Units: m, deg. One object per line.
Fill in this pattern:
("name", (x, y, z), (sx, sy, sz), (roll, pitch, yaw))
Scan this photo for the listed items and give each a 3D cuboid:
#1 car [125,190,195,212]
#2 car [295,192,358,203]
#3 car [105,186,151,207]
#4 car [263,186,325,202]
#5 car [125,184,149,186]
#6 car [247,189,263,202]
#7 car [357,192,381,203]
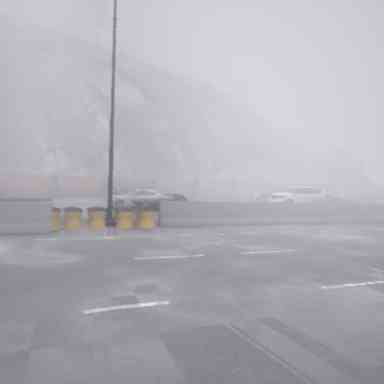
("car", (-1.781, 0.755, 22.368), (4.718, 1.301, 1.895), (1, 2, -21))
("car", (11.062, 0.990, 27.380), (4.181, 1.385, 1.994), (1, 2, -21))
("car", (-4.026, 0.504, 25.242), (4.674, 1.442, 1.812), (1, 2, -21))
("car", (9.792, 0.494, 30.613), (5.566, 2.045, 2.150), (1, 2, -21))
("car", (-5.974, 0.034, 31.925), (4.553, 1.767, 2.097), (1, 2, -18))
("car", (8.558, 0.342, 37.636), (4.553, 1.767, 2.097), (1, 2, -21))
("car", (22.484, 0.752, 43.384), (5.008, 1.535, 1.882), (1, 2, -26))
